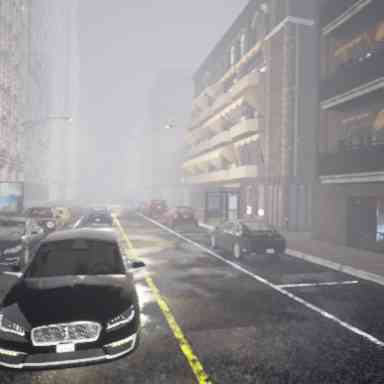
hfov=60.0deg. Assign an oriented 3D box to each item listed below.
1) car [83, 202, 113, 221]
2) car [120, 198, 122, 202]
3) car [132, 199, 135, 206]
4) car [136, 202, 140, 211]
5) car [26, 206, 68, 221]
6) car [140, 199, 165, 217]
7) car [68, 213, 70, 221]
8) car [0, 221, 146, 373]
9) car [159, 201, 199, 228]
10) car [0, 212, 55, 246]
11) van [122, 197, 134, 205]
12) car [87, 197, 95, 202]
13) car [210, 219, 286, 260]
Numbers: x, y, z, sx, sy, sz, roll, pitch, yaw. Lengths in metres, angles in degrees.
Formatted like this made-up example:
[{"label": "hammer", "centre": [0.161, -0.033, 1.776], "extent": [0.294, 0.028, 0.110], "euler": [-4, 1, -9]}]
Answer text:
[{"label": "car", "centre": [-6.829, 1.704, 24.227], "extent": [1.994, 1.385, 4.181], "euler": [1, -1, -15]}, {"label": "car", "centre": [-14.136, 2.140, 73.167], "extent": [1.947, 1.339, 4.313], "euler": [1, -1, -15]}, {"label": "car", "centre": [-6.783, 1.974, 45.899], "extent": [1.802, 1.307, 4.206], "euler": [1, -1, -15]}, {"label": "car", "centre": [-5.312, 1.941, 40.445], "extent": [1.802, 1.307, 4.206], "euler": [1, -1, -15]}, {"label": "car", "centre": [-7.516, 1.476, 16.453], "extent": [1.967, 1.590, 4.097], "euler": [1, -1, -15]}, {"label": "car", "centre": [-3.835, 1.640, 34.995], "extent": [2.192, 1.841, 5.009], "euler": [1, -1, -15]}, {"label": "car", "centre": [-8.944, 1.594, 21.740], "extent": [1.752, 1.417, 4.829], "euler": [1, -1, -15]}, {"label": "car", "centre": [-2.048, 1.534, 6.127], "extent": [1.837, 1.490, 4.892], "euler": [1, -1, -15]}, {"label": "car", "centre": [-0.897, 1.698, 24.086], "extent": [1.967, 1.590, 4.097], "euler": [1, -1, -15]}, {"label": "car", "centre": [-6.047, 1.554, 10.997], "extent": [2.008, 1.369, 4.403], "euler": [1, -1, -15]}, {"label": "van", "centre": [-12.661, 1.878, 67.716], "extent": [1.690, 1.788, 3.998], "euler": [1, -1, -15]}, {"label": "car", "centre": [-26.636, 1.937, 87.350], "extent": [1.967, 1.590, 4.097], "euler": [1, -1, -15]}, {"label": "car", "centre": [2.042, 1.743, 13.178], "extent": [2.008, 1.369, 4.403], "euler": [1, -1, -15]}]
